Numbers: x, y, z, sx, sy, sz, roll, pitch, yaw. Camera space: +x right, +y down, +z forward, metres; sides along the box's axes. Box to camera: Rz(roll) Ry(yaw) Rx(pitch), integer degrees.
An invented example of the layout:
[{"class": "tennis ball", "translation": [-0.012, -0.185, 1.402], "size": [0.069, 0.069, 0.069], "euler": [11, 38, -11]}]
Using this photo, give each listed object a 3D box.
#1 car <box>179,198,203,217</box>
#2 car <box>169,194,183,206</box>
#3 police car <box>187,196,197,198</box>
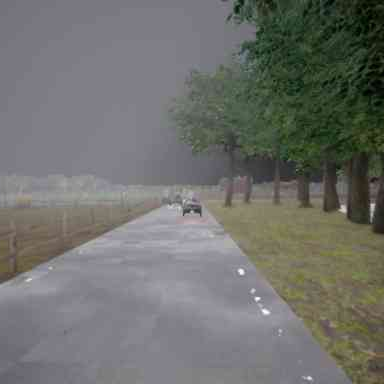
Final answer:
[{"class": "car", "translation": [0.010, 1.526, 31.344], "size": [1.837, 1.490, 4.892], "euler": [0, -1, 0]}, {"class": "car", "translation": [-2.735, 1.312, 57.195], "size": [2.150, 2.045, 5.566], "euler": [0, 0, 0]}, {"class": "police car", "translation": [0.019, 1.531, 63.864], "size": [1.930, 1.638, 5.238], "euler": [0, -1, 0]}]
